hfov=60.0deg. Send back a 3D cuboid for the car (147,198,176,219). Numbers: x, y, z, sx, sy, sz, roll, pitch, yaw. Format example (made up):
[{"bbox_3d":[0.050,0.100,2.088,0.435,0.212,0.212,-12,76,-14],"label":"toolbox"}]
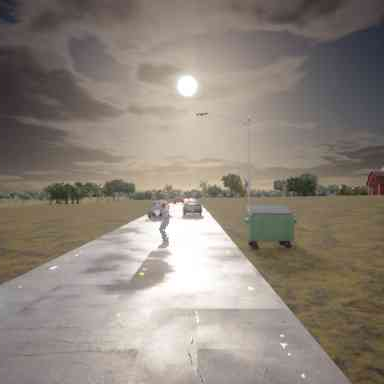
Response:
[{"bbox_3d":[-2.853,1.553,29.968,2.128,1.511,4.902,0,0,0],"label":"car"}]

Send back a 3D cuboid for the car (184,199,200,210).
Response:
[{"bbox_3d":[0.044,1.663,45.709,2.033,1.411,5.357,0,0,1],"label":"car"}]

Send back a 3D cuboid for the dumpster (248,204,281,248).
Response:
[{"bbox_3d":[3.123,1.419,14.505,1.020,1.700,1.940,0,0,0],"label":"dumpster"}]

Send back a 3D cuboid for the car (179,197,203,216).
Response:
[{"bbox_3d":[0.069,1.562,33.652,2.128,1.511,4.902,0,0,0],"label":"car"}]

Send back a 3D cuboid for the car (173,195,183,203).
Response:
[{"bbox_3d":[-2.758,1.569,71.002,2.150,2.045,5.566,0,-1,0],"label":"car"}]

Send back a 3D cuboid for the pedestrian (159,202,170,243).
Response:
[{"bbox_3d":[-1.186,1.318,14.801,0.375,1.860,0.375,0,0,-10],"label":"pedestrian"}]
